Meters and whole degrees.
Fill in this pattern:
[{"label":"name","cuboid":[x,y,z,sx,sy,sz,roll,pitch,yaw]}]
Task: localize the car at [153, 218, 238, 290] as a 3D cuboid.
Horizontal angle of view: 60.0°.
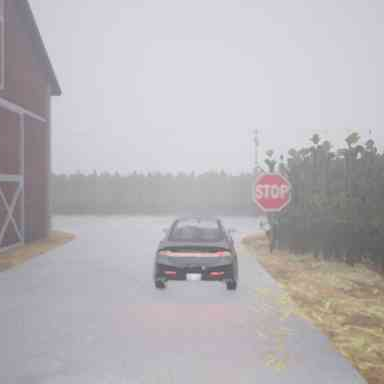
[{"label":"car","cuboid":[0.177,1.428,8.925,2.128,1.511,4.902,0,1,3]}]
